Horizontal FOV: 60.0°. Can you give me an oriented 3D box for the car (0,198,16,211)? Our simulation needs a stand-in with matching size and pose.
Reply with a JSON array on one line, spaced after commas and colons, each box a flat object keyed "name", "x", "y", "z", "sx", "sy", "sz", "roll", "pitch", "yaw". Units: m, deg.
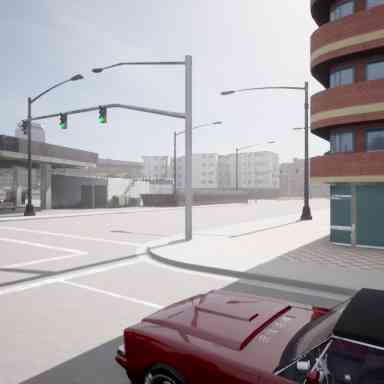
[{"name": "car", "x": -22.337, "y": 1.456, "z": 38.835, "sx": 3.806, "sy": 1.475, "sz": 1.970, "roll": 0, "pitch": 0, "yaw": 36}]

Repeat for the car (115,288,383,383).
[{"name": "car", "x": 1.528, "y": 1.601, "z": 2.884, "sx": 4.718, "sy": 1.301, "sz": 1.895, "roll": 0, "pitch": 0, "yaw": 36}]
